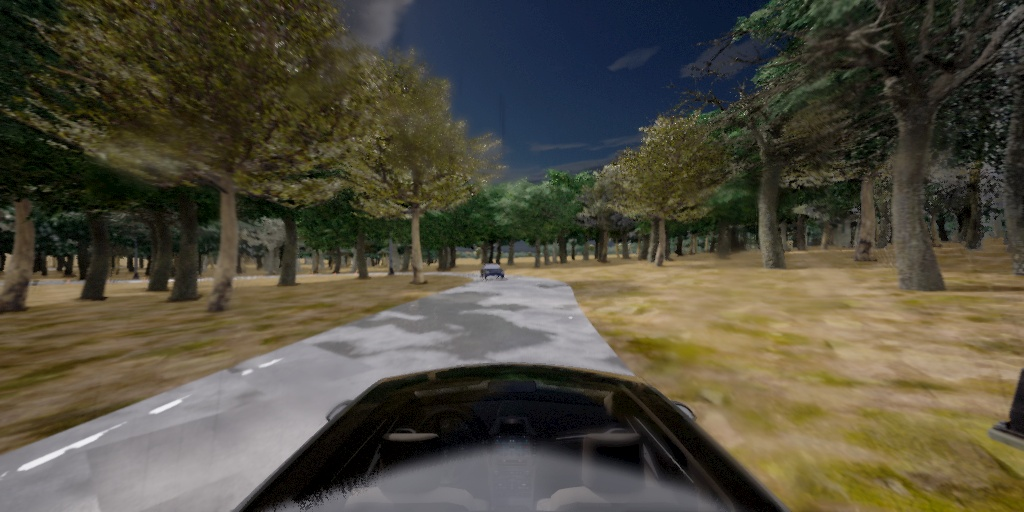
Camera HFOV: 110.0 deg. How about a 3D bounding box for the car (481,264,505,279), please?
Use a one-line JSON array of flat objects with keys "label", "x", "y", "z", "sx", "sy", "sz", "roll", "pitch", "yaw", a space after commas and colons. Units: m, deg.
[{"label": "car", "x": -1.940, "y": 1.457, "z": 34.606, "sx": 2.033, "sy": 1.411, "sz": 5.357, "roll": 0, "pitch": -1, "yaw": -11}]
